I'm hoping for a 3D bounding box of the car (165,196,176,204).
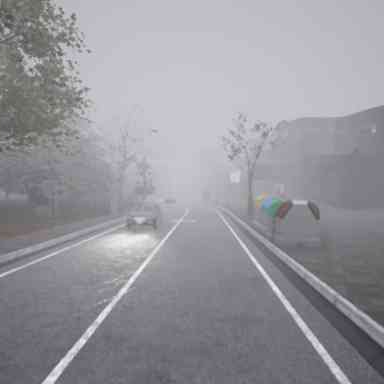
[{"bbox_3d":[-4.142,1.478,62.987,1.882,1.535,5.008,0,0,-8],"label":"car"}]

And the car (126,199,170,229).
[{"bbox_3d":[-2.929,1.461,21.478,2.128,1.511,4.902,1,0,2],"label":"car"}]
